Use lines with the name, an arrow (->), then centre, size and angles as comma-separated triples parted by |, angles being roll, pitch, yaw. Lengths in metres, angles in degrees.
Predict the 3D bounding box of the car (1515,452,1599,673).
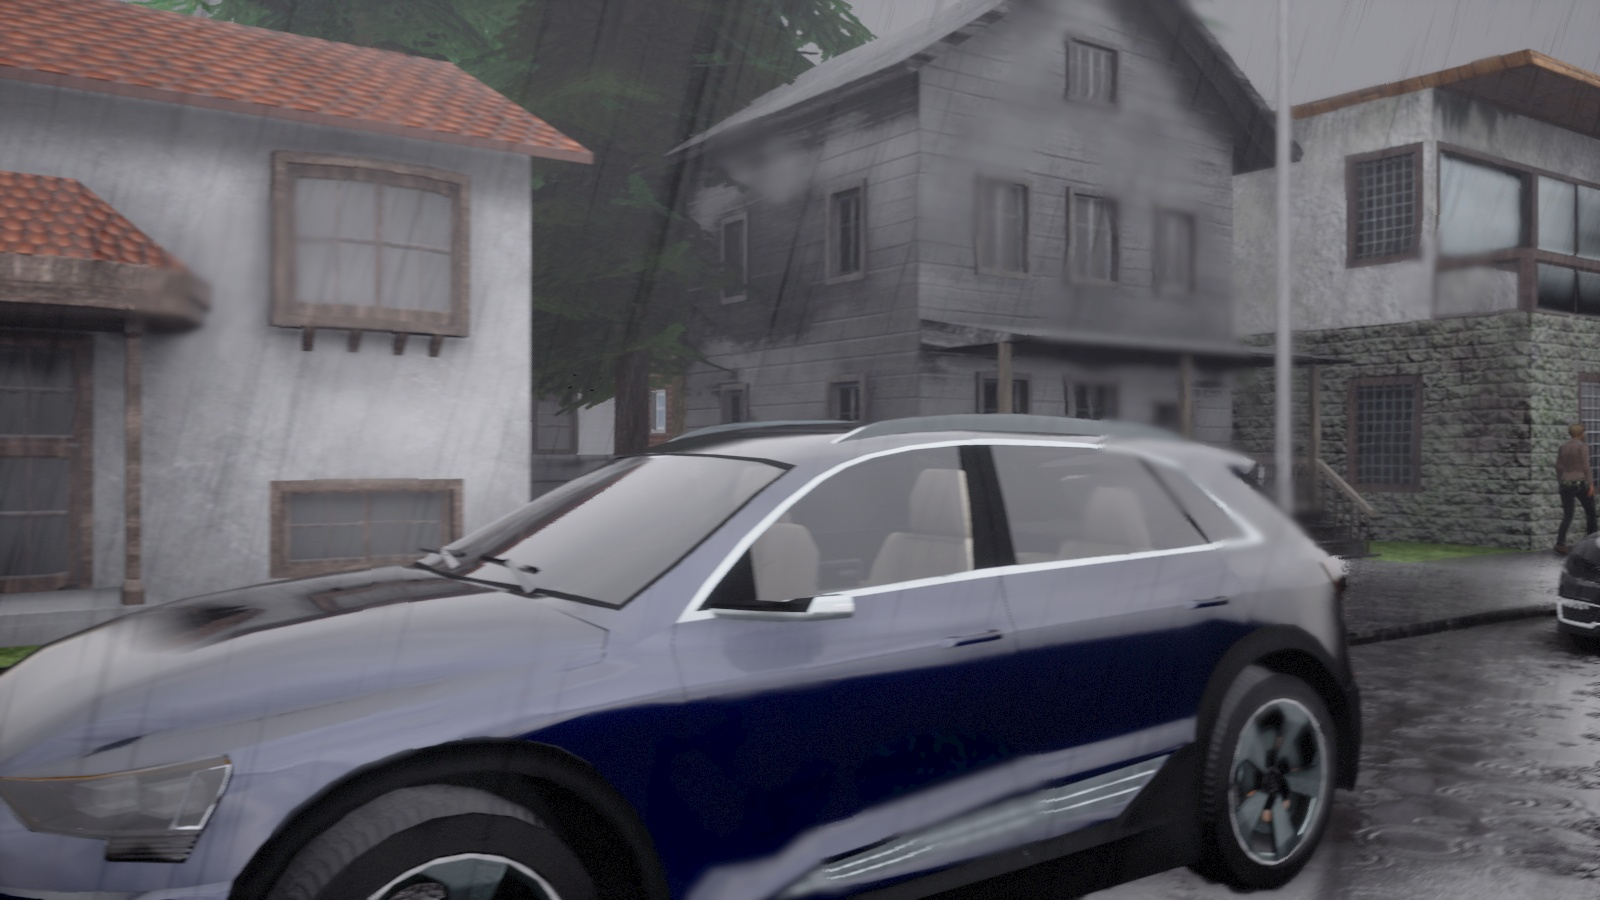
car -> 7.623, 0.757, 9.570 | 4.892, 1.490, 1.837 | 0, 0, -35

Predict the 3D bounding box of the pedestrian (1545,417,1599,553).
pedestrian -> 10.681, 0.474, 17.339 | 0.634, 1.846, 0.331 | 0, 0, -16

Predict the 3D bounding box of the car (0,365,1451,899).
car -> -0.091, 0.685, 4.215 | 4.856, 1.649, 2.033 | 0, 0, -35
